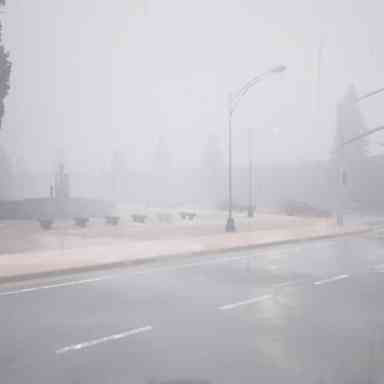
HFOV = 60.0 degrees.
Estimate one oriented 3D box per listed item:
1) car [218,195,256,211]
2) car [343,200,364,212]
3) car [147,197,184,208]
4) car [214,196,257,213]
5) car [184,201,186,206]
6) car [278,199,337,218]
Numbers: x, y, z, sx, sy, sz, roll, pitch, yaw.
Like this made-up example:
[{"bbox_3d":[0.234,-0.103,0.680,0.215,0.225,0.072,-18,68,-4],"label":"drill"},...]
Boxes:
[{"bbox_3d":[5.691,1.352,42.460,2.097,1.767,4.553,0,0,-42],"label":"car"},{"bbox_3d":[17.476,1.601,39.159,1.895,1.301,4.718,0,0,-36],"label":"car"},{"bbox_3d":[-4.067,1.504,46.738,4.892,1.490,1.837,0,0,34],"label":"car"},{"bbox_3d":[4.891,1.547,38.153,2.033,1.411,5.357,0,0,-38],"label":"car"},{"bbox_3d":[-3.294,1.478,50.388,5.008,1.535,1.882,0,0,32],"label":"car"},{"bbox_3d":[10.523,1.526,30.440,1.812,1.442,4.674,0,0,-35],"label":"car"}]
